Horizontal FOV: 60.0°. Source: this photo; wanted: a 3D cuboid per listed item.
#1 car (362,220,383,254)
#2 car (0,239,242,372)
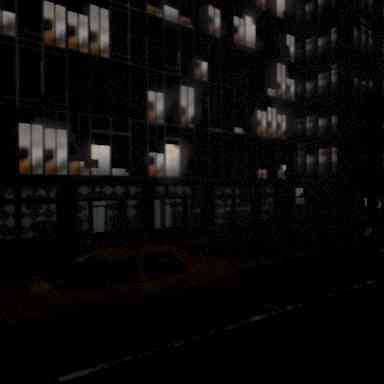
[{"bbox_3d":[8.070,1.434,12.326,4.097,1.590,1.967,0,-1,-35],"label":"car"},{"bbox_3d":[-1.322,1.525,5.626,4.829,1.417,1.752,0,-1,-35],"label":"car"}]
